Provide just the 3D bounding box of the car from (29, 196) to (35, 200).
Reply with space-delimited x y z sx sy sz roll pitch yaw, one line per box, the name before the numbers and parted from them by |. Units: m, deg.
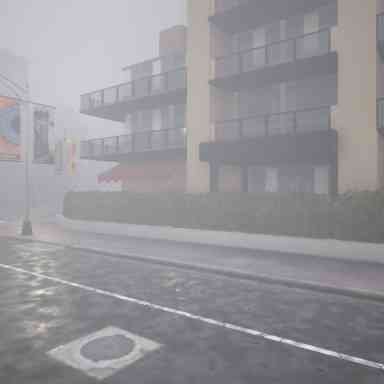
car | -36.054 1.481 72.144 4.892 1.521 2.231 0 0 36
